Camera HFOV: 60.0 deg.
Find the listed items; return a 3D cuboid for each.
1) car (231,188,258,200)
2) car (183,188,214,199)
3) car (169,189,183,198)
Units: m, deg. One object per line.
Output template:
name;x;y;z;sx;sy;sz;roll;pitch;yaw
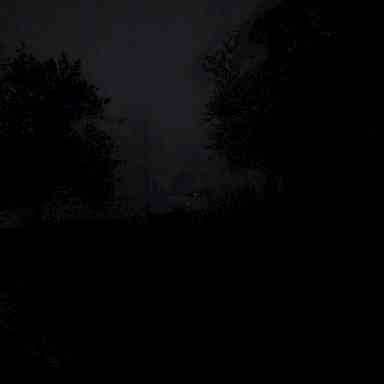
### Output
car;7.307;0.229;46.054;1.882;1.535;5.008;1;3;39
car;1.353;0.200;49.932;1.837;1.490;4.892;1;3;39
car;-1.676;0.234;51.755;1.994;1.385;4.181;1;3;39
